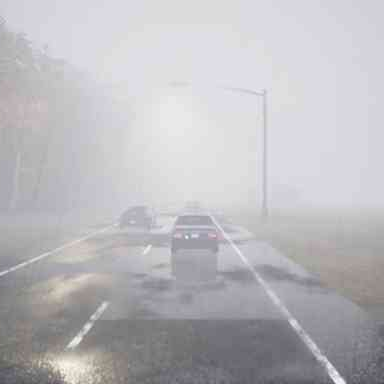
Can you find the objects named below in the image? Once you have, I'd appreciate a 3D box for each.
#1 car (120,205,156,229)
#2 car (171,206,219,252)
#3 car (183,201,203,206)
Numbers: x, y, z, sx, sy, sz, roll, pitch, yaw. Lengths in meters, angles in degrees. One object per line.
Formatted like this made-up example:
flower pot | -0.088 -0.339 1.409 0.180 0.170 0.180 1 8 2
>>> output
car | -3.395 1.535 21.356 1.812 1.442 4.674 0 0 0
car | 0.103 1.554 13.953 2.033 1.411 5.357 0 0 0
car | 0.108 1.558 31.373 2.033 1.411 5.357 0 0 0
